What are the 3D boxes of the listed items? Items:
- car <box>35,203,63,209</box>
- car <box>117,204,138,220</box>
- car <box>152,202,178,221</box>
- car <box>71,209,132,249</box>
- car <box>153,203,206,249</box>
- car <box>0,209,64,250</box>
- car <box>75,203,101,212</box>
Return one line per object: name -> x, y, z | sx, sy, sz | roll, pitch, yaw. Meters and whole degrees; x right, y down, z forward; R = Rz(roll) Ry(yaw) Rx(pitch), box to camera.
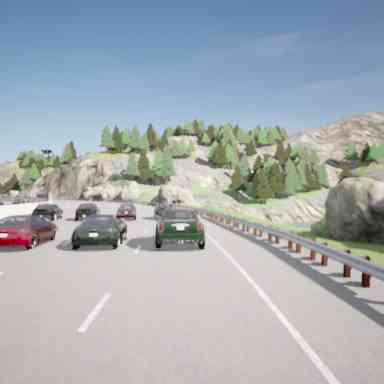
car -> -13.016, 1.797, 30.180 | 1.837, 1.490, 4.892 | 0, 0, -9
car -> -6.059, 1.843, 31.010 | 2.033, 1.411, 5.357 | 0, -1, -9
car -> -2.653, 1.795, 31.871 | 2.128, 1.511, 4.902 | 0, 0, -9
car -> -4.133, 1.712, 15.405 | 1.994, 1.385, 4.181 | 0, 0, -5
car -> -0.629, 1.498, 15.485 | 2.097, 1.767, 4.553 | 0, -1, -5
car -> -7.623, 1.710, 15.143 | 1.994, 1.385, 4.181 | 0, 0, -5
car -> -9.563, 1.802, 30.751 | 1.837, 1.490, 4.892 | 0, 0, -9
